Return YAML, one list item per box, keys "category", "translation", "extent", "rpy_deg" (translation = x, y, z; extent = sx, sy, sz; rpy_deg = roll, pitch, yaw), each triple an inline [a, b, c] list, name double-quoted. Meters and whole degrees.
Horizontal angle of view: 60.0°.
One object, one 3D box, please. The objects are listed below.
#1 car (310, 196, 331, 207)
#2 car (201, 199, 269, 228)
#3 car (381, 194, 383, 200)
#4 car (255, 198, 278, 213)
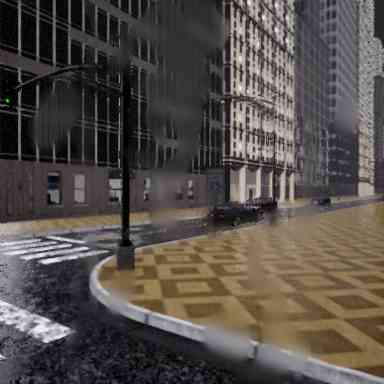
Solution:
- category: "car"
  translation: [18.284, 1.270, 47.195]
  extent: [2.128, 1.511, 4.902]
  rpy_deg: [0, 0, 37]
- category: "car"
  translation: [2.724, 1.407, 21.306]
  extent: [2.033, 1.411, 5.357]
  rpy_deg: [0, 0, 37]
- category: "car"
  translation: [47.962, 1.154, 81.985]
  extent: [2.128, 1.511, 4.902]
  rpy_deg: [0, 0, 37]
- category: "car"
  translation: [6.609, 1.309, 31.694]
  extent: [2.128, 1.511, 4.902]
  rpy_deg: [0, 0, 37]
